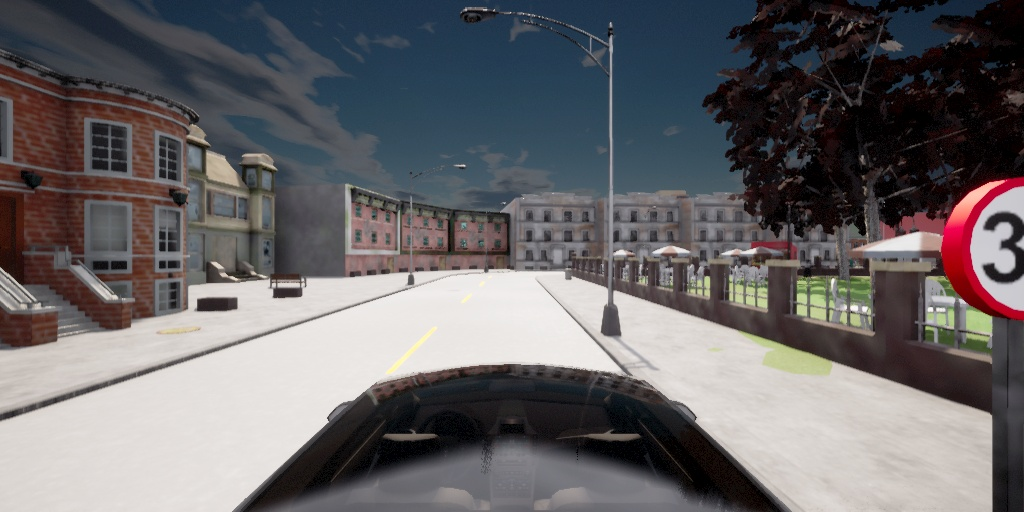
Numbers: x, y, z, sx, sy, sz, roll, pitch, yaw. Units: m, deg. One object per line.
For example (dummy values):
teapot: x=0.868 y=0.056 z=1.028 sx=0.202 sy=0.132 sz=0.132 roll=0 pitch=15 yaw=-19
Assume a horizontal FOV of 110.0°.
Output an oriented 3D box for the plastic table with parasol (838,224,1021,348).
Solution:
plastic table with parasol: x=9.644 y=0.685 z=8.467 sx=2.482 sy=2.480 sz=2.482 roll=0 pitch=0 yaw=-40

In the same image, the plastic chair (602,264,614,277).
plastic chair: x=7.998 y=1.324 z=30.343 sx=0.730 sy=1.272 sz=0.750 roll=0 pitch=0 yaw=0

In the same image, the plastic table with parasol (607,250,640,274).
plastic table with parasol: x=9.259 y=0.720 z=30.252 sx=2.482 sy=2.480 sz=2.482 roll=0 pitch=0 yaw=0

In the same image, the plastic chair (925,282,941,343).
plastic chair: x=8.612 y=1.286 z=7.723 sx=0.730 sy=1.272 sz=0.750 roll=0 pitch=0 yaw=-40

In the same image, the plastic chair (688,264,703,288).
plastic chair: x=10.994 y=1.252 z=21.542 sx=0.750 sy=1.272 sz=0.730 roll=0 pitch=0 yaw=-32

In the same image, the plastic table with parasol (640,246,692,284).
plastic table with parasol: x=10.049 y=0.614 z=22.555 sx=2.482 sy=2.480 sz=2.482 roll=0 pitch=0 yaw=-38

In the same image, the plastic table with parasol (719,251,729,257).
plastic table with parasol: x=17.437 y=0.720 z=27.831 sx=2.482 sy=2.480 sz=2.482 roll=0 pitch=0 yaw=-40

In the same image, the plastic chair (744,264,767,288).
plastic chair: x=15.144 y=1.281 z=22.281 sx=0.730 sy=1.272 sz=0.750 roll=0 pitch=0 yaw=-39

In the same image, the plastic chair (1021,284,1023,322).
plastic chair: x=10.544 y=1.296 z=7.492 sx=0.750 sy=1.272 sz=0.730 roll=0 pitch=0 yaw=-35

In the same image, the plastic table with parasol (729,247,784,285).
plastic table with parasol: x=15.979 y=0.659 z=23.013 sx=2.482 sy=2.480 sz=2.482 roll=0 pitch=0 yaw=-38

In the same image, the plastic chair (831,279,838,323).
plastic chair: x=8.907 y=1.271 z=9.473 sx=0.750 sy=1.272 sz=0.730 roll=0 pitch=0 yaw=-40

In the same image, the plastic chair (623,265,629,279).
plastic chair: x=9.330 y=1.323 z=28.925 sx=0.750 sy=1.272 sz=0.730 roll=0 pitch=0 yaw=5

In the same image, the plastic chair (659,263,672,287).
plastic chair: x=9.063 y=1.255 z=21.832 sx=0.730 sy=1.272 sz=0.750 roll=0 pitch=0 yaw=-40
